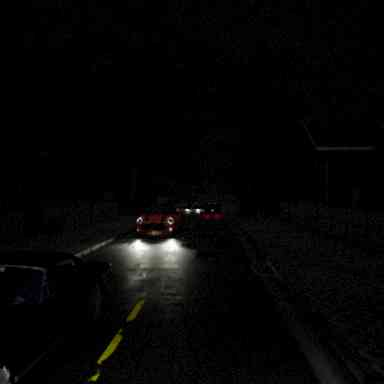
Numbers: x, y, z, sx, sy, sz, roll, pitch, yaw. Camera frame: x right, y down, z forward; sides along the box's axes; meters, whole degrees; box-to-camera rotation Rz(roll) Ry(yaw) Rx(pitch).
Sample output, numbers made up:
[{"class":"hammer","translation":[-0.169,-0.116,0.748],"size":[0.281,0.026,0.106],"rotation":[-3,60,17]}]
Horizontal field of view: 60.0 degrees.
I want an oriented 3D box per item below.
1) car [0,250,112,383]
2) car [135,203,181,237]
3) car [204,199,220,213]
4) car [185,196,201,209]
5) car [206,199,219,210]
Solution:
[{"class":"car","translation":[-2.707,1.628,4.740],"size":[1.895,1.301,4.718],"rotation":[0,0,3]},{"class":"car","translation":[-1.797,1.463,18.755],"size":[2.097,1.767,4.553],"rotation":[0,0,2]},{"class":"car","translation":[2.480,1.871,40.544],"size":[1.895,1.301,4.718],"rotation":[0,0,4]},{"class":"car","translation":[0.223,1.591,52.004],"size":[2.150,2.045,5.566],"rotation":[0,-1,4]},{"class":"car","translation":[3.116,1.868,51.056],"size":[1.837,1.490,4.892],"rotation":[0,-1,4]}]
